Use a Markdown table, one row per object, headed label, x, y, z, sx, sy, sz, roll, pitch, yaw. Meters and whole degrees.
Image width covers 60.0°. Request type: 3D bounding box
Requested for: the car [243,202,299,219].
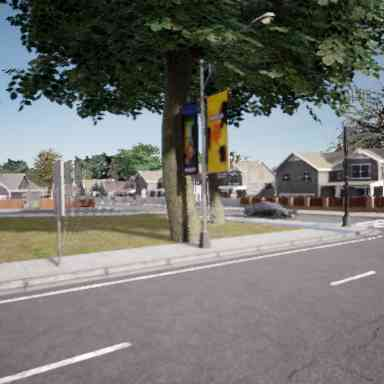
| label | x | y | z | sx | sy | sz | roll | pitch | yaw |
| --- | --- | --- | --- | --- | --- | --- | --- | --- | --- |
| car | 6.966 | 1.637 | 30.045 | 2.033 | 1.411 | 5.357 | -1 | 0 | -35 |
